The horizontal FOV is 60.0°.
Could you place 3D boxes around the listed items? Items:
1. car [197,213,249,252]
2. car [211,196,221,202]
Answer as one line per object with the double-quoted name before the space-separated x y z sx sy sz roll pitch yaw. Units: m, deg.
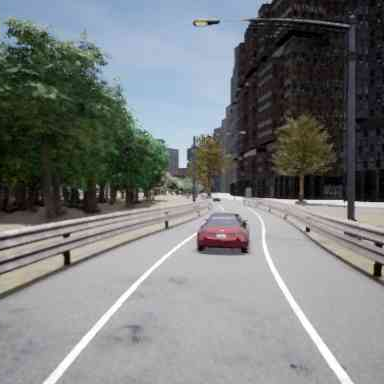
"car" 1.413 1.574 14.137 1.994 1.385 4.181 0 0 10
"car" 5.041 1.543 74.671 1.895 1.301 4.718 0 0 -8
